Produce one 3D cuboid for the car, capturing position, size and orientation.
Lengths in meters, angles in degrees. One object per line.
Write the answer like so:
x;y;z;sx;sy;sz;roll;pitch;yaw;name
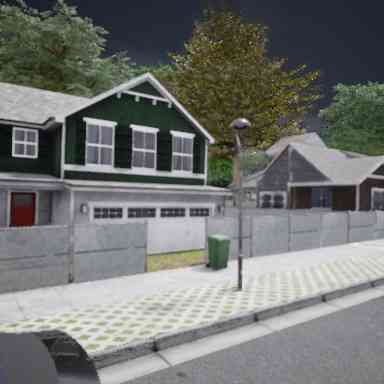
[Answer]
-2.682;1.486;1.040;4.902;1.511;2.128;1;-1;-34;car
